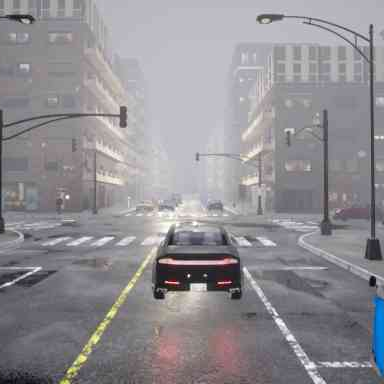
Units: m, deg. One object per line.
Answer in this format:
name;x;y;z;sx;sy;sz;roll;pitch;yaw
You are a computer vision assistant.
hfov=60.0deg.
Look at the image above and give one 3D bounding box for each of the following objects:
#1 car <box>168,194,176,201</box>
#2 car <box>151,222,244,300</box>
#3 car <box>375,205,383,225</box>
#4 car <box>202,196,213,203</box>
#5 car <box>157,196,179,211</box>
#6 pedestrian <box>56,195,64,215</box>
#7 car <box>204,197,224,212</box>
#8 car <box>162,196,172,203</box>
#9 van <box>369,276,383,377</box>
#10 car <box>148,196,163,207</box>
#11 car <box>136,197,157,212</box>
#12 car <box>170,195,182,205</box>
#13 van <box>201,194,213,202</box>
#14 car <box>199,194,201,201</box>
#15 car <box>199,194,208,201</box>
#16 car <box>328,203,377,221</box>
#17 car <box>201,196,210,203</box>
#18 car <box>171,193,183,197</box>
car;-5.478;1.484;90.649;1.967;1.590;4.097;1;0;0
car;0.119;1.494;8.389;2.128;1.511;4.902;0;0;0
car;13.581;1.584;19.627;4.313;1.339;1.947;0;-1;1
car;2.802;1.569;45.490;2.008;1.369;4.403;1;0;0
car;-3.013;1.564;40.843;2.033;1.411;5.357;0;0;0
pedestrian;-12.471;1.219;31.322;0.375;1.860;0.375;0;-1;1
car;2.789;1.582;39.847;1.947;1.339;4.313;1;0;0
car;-5.516;1.578;73.721;1.887;1.381;4.507;1;0;0
van;2.678;1.342;1.900;1.690;1.788;3.998;1;0;0
car;-5.564;1.461;51.150;1.967;1.590;4.097;1;0;0
car;-5.590;1.541;39.695;1.752;1.417;4.829;1;0;0
car;-2.983;1.546;50.747;1.812;1.442;4.674;0;0;0
van;2.830;1.365;56.774;1.690;1.788;3.998;1;0;0
car;2.852;1.555;68.230;1.752;1.417;4.829;1;0;0
car;2.892;1.355;84.987;2.192;1.841;5.009;1;0;0
car;13.703;1.609;28.008;4.097;1.590;1.967;0;-1;1
car;2.863;1.615;73.702;1.802;1.307;4.206;1;0;0
car;-2.929;1.248;61.484;2.150;2.045;5.566;0;0;1
